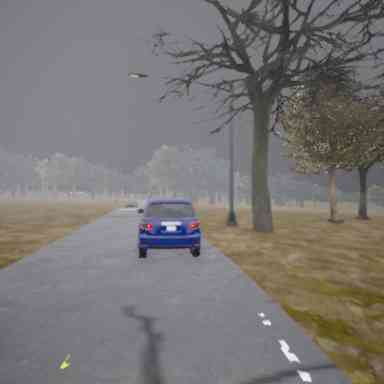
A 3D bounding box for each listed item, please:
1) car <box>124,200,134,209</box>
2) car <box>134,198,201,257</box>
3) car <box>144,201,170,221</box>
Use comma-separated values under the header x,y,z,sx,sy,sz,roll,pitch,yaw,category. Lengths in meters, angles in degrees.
x,y,z,sx,sy,sz,roll,pitch,yaw,category
-9.378,1.888,51.627,1.994,1.385,4.181,0,-1,-8,car
-0.977,1.254,13.302,2.150,2.045,5.566,0,0,-7,car
-3.127,1.601,29.324,2.128,1.511,4.902,0,0,-7,car
